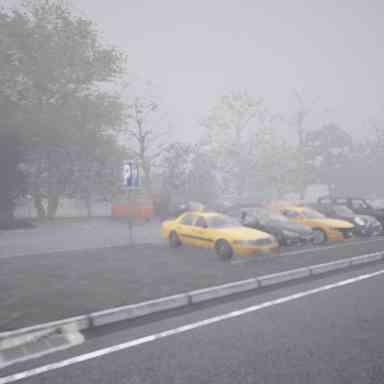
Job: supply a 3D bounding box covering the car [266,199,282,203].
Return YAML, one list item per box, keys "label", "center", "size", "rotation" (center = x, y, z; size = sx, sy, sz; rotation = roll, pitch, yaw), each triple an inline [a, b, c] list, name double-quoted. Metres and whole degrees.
- label: "car"
  center: [6.820, 1.503, 33.139]
  size: [2.185, 1.767, 4.553]
  rotation: [1, -1, -35]

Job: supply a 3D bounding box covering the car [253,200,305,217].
- label: "car"
  center: [8.958, 1.664, 34.694]
  size: [2.097, 1.535, 5.008]
  rotation: [1, -1, -35]

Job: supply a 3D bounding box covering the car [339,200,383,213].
- label: "car"
  center: [22.591, 1.888, 44.415]
  size: [2.097, 1.535, 5.008]
  rotation: [1, -1, -35]

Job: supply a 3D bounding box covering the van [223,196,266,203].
- label: "van"
  center: [4.479, 1.366, 31.654]
  size: [1.878, 1.987, 4.442]
  rotation: [1, -1, -35]

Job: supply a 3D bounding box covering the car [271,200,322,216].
- label: "car"
  center: [11.317, 1.703, 36.373]
  size: [2.097, 1.535, 5.008]
  rotation: [1, -1, -35]

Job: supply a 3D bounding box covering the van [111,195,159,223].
- label: "van"
  center: [-4.643, 1.241, 25.158]
  size: [1.878, 1.987, 4.442]
  rotation: [0, 0, -35]

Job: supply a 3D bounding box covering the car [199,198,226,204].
- label: "car"
  center: [0.141, 1.516, 28.194]
  size: [1.946, 1.575, 5.366]
  rotation: [1, 0, -35]

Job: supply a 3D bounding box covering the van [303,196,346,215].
- label: "van"
  center: [15.761, 1.551, 39.688]
  size: [1.878, 1.987, 4.442]
  rotation: [1, -1, -35]

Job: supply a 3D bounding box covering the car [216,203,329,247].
- label: "car"
  center: [2.924, 1.467, 14.352]
  size: [2.231, 1.521, 4.892]
  rotation: [0, 0, -35]

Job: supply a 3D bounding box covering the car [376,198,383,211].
- label: "car"
  center: [31.522, 1.932, 50.734]
  size: [2.435, 2.045, 5.566]
  rotation: [2, -1, -35]

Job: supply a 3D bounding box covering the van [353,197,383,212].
- label: "van"
  center: [24.799, 1.713, 45.838]
  size: [1.878, 1.987, 4.442]
  rotation: [2, -1, -35]

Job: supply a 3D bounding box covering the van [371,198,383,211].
- label: "van"
  center: [29.181, 1.876, 49.245]
  size: [1.878, 1.987, 4.442]
  rotation: [2, -1, -35]

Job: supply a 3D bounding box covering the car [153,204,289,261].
- label: "car"
  center: [0.780, 1.450, 12.590]
  size: [1.946, 1.575, 5.366]
  rotation: [0, 0, -35]

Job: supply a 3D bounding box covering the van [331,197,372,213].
- label: "van"
  center: [20.408, 1.625, 42.711]
  size: [1.878, 1.987, 4.442]
  rotation: [1, -1, -35]

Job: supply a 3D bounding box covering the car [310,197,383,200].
- label: "car"
  center: [9.724, 1.301, 19.153]
  size: [2.435, 2.045, 5.566]
  rotation: [1, -1, -35]

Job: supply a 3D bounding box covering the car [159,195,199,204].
- label: "car"
  center: [-2.235, 1.237, 26.763]
  size: [2.435, 2.045, 5.566]
  rotation: [0, 0, -35]

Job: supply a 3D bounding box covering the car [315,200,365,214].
- label: "car"
  center: [18.191, 1.811, 41.048]
  size: [1.946, 1.575, 5.366]
  rotation: [1, -1, -35]

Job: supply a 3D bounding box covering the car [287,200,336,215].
- label: "car"
  center: [13.573, 1.741, 37.980]
  size: [2.231, 1.521, 4.892]
  rotation: [1, -1, -35]

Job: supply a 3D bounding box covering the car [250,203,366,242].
- label: "car"
  center: [5.182, 1.488, 15.961]
  size: [2.097, 1.535, 5.008]
  rotation: [1, 0, -35]

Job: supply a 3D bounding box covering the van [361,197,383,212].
- label: "van"
  center: [27.028, 1.798, 47.711]
  size: [1.878, 1.987, 4.442]
  rotation: [2, -1, -35]

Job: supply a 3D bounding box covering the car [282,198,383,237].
- label: "car"
  center: [7.430, 1.392, 17.592]
  size: [2.185, 1.767, 4.553]
  rotation: [1, -1, -35]

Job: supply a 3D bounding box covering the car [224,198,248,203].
- label: "car"
  center: [2.291, 1.556, 29.944]
  size: [2.231, 1.521, 4.892]
  rotation: [1, -1, -35]
